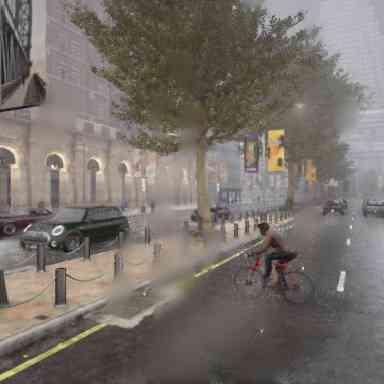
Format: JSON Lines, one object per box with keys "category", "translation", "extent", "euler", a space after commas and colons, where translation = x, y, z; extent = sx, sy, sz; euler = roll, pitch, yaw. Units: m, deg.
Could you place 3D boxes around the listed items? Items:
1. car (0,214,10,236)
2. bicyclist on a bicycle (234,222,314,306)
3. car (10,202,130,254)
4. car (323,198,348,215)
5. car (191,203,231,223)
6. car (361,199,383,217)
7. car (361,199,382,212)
{"category": "car", "translation": [-9.456, 1.595, 18.837], "extent": [1.895, 1.301, 4.718], "euler": [0, 0, 26]}
{"category": "bicyclist on a bicycle", "translation": [1.634, 1.453, 6.814], "extent": [1.656, 1.620, 0.582], "euler": [0, 0, 26]}
{"category": "car", "translation": [-4.579, 1.353, 13.705], "extent": [2.097, 1.767, 4.553], "euler": [0, 0, 26]}
{"category": "car", "translation": [14.370, 1.505, 33.549], "extent": [1.837, 1.490, 4.892], "euler": [0, 0, 27]}
{"category": "car", "translation": [1.525, 1.564, 25.768], "extent": [1.994, 1.385, 4.181], "euler": [0, 0, 26]}
{"category": "car", "translation": [16.964, 1.492, 30.923], "extent": [2.128, 1.511, 4.902], "euler": [0, 0, 27]}
{"category": "car", "translation": [21.298, 1.547, 39.649], "extent": [2.033, 1.411, 5.357], "euler": [0, 0, 27]}
